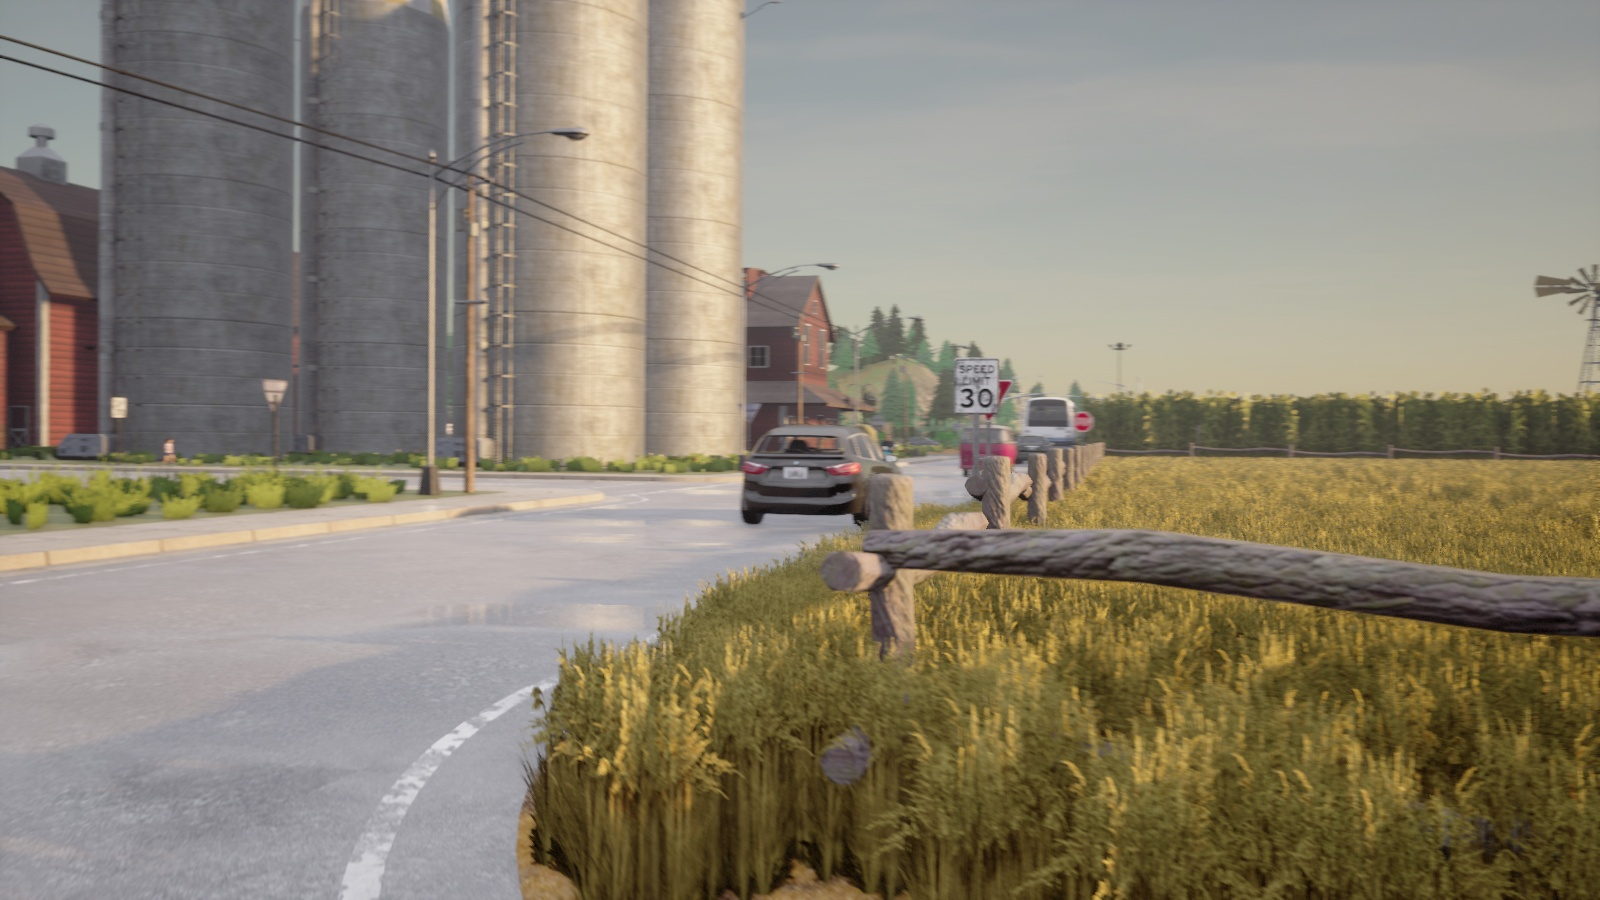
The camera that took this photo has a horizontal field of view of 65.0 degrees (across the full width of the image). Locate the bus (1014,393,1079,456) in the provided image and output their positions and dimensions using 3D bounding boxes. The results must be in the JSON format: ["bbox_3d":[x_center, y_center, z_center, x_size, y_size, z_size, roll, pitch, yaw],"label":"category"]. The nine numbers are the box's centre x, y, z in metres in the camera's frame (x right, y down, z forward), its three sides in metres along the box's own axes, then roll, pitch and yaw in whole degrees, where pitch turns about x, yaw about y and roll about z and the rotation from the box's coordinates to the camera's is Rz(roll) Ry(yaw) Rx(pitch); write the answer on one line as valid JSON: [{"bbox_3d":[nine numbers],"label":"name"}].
[{"bbox_3d":[17.692,-1.761,89.404,3.944,4.253,10.273,0,1,14],"label":"bus"}]

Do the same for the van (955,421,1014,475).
[{"bbox_3d":[7.131,-0.096,48.219,1.775,1.987,4.442,0,1,14],"label":"van"}]

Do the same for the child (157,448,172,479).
[{"bbox_3d":[-23.029,0.484,45.502,0.394,1.110,0.255,0,1,17],"label":"child"}]

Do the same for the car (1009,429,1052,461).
[{"bbox_3d":[13.346,-0.303,72.445,2.097,1.767,4.553,0,1,14],"label":"car"}]

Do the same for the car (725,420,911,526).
[{"bbox_3d":[0.461,0.334,22.247,2.242,1.667,4.611,0,1,15],"label":"car"}]
